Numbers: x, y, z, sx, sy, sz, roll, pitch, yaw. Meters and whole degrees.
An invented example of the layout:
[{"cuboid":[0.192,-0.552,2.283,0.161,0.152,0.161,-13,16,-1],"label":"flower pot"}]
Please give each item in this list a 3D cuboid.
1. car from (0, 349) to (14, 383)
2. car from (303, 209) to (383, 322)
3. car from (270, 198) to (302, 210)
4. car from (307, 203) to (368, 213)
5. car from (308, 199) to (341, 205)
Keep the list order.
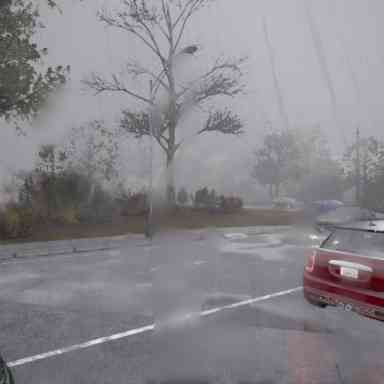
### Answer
[{"cuboid":[-3.697,1.222,1.075,5.566,2.045,2.150,0,0,-35],"label":"car"},{"cuboid":[4.358,1.352,6.724,4.553,1.767,2.097,0,0,-34],"label":"car"},{"cuboid":[12.517,1.524,44.435,1.837,1.490,4.892,0,0,-28],"label":"car"},{"cuboid":[8.896,1.546,18.751,5.357,1.411,2.033,0,0,-36],"label":"car"},{"cuboid":[14.141,1.477,34.029,1.882,1.535,5.008,0,0,-28],"label":"car"}]
